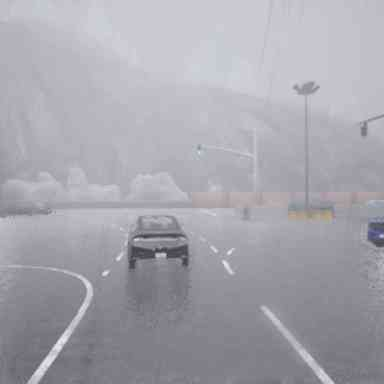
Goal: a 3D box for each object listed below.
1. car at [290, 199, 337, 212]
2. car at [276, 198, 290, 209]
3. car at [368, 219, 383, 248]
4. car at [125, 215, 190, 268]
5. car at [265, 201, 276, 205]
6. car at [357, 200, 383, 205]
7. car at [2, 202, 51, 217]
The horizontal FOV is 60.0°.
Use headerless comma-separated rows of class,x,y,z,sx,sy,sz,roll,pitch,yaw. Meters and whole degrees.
car,14.711,1.596,39.431,4.902,1.511,2.128,0,0,-6
car,13.733,1.646,42.841,4.674,1.442,1.812,0,0,-6
car,9.465,1.505,13.470,5.008,1.535,1.882,0,-2,-23
car,-1.261,1.544,11.604,2.128,1.511,4.902,0,0,-9
car,12.616,1.613,46.252,5.008,1.535,1.882,-1,0,-6
car,19.745,1.608,36.420,4.674,1.442,1.812,0,0,-6
car,-16.043,1.678,32.305,4.674,1.442,1.812,0,-1,10
